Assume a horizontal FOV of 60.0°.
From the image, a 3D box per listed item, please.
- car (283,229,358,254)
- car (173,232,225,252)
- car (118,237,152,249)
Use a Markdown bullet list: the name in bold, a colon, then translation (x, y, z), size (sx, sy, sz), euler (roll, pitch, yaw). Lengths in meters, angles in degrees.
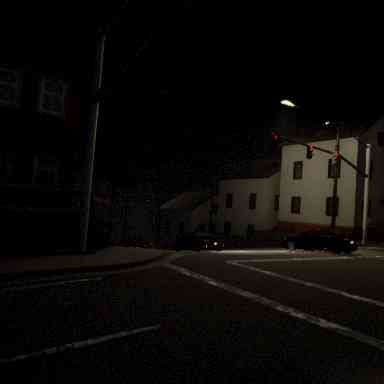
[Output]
- **car**: translation (7.612, 2.925, 19.990), size (1.994, 1.385, 4.181), euler (7, -9, -41)
- **car**: translation (0.405, 3.529, 23.630), size (1.994, 1.385, 4.181), euler (6, -12, -35)
- **car**: translation (-5.658, 5.108, 31.985), size (1.882, 1.535, 5.008), euler (6, -16, -35)
